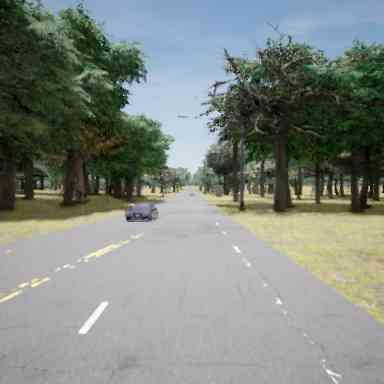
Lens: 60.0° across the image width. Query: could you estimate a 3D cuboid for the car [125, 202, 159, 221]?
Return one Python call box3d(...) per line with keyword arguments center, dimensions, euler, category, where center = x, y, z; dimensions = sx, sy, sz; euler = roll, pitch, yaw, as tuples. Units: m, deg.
box3d(center=(-3.822, 1.500, 26.030), dimensions=(1.994, 1.385, 4.181), euler=(0, 0, 4), category="car")
